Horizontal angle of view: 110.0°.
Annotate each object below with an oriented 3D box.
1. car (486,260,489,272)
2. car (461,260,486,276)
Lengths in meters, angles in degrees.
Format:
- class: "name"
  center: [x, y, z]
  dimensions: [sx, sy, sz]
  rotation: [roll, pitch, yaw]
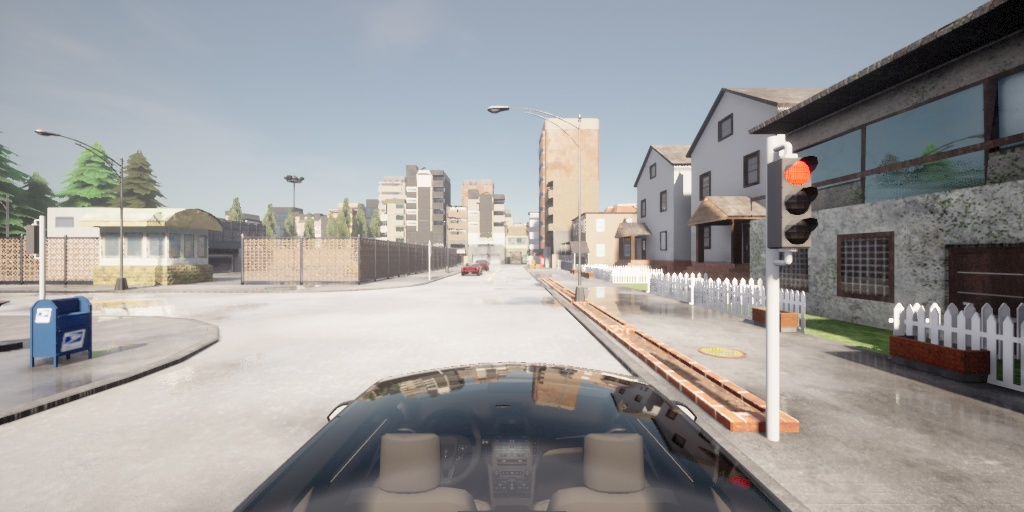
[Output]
- class: "car"
  center: [-4.093, 1.227, 47.726]
  dimensions: [1.882, 1.535, 5.008]
  rotation: [0, 0, 0]
- class: "car"
  center: [-4.106, 1.350, 37.220]
  dimensions: [1.895, 1.301, 4.718]
  rotation: [0, 0, 0]
